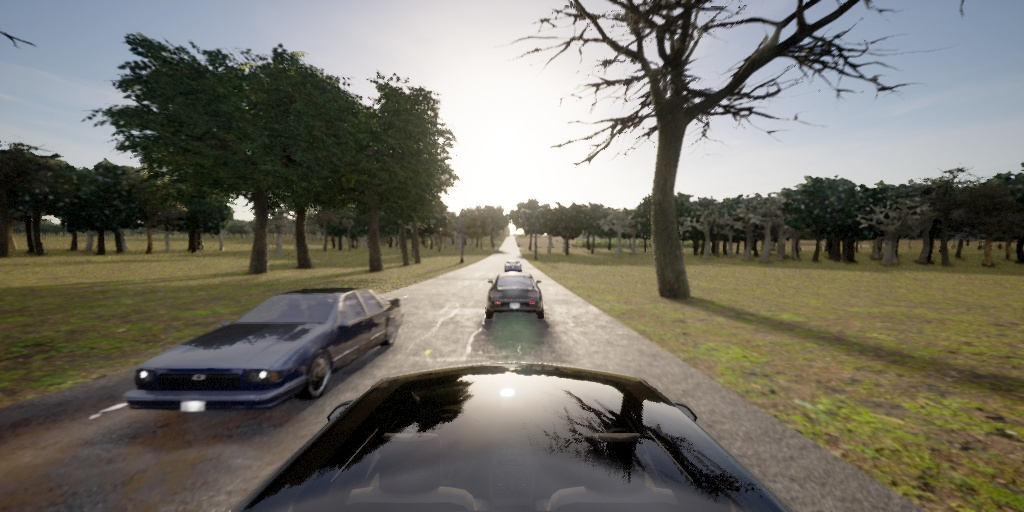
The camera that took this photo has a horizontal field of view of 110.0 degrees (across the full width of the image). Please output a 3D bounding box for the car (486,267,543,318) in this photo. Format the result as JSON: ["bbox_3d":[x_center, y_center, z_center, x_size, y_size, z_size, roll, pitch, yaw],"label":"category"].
[{"bbox_3d":[0.095,1.296,12.926,1.812,1.442,4.674,0,0,0],"label":"car"}]

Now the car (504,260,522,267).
[{"bbox_3d":[0.109,1.134,37.605,2.033,1.411,5.357,0,1,0],"label":"car"}]

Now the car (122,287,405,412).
[{"bbox_3d":[-3.578,1.315,6.698,2.033,1.411,5.357,0,0,0],"label":"car"}]
